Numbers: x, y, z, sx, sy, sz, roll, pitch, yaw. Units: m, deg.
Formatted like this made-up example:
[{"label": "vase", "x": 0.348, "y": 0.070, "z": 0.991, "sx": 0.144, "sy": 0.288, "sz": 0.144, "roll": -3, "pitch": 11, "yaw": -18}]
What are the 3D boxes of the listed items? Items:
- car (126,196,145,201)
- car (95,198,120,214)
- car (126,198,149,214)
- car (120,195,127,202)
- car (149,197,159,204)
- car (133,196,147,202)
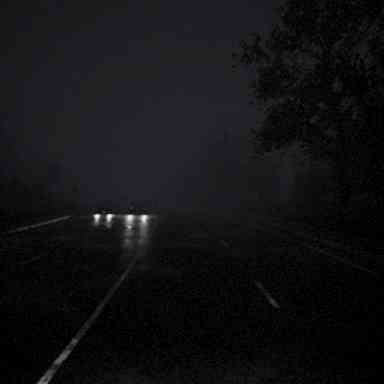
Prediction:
[{"label": "car", "x": -11.929, "y": 1.746, "z": 70.565, "sx": 1.994, "sy": 1.385, "sz": 4.181, "roll": 0, "pitch": 0, "yaw": -24}, {"label": "car", "x": -9.516, "y": 1.665, "z": 36.931, "sx": 2.033, "sy": 1.411, "sz": 5.357, "roll": 0, "pitch": 0, "yaw": -9}, {"label": "car", "x": -5.934, "y": 1.645, "z": 36.552, "sx": 1.812, "sy": 1.442, "sz": 4.674, "roll": 0, "pitch": 0, "yaw": -8}, {"label": "car", "x": -15.966, "y": 1.566, "z": 79.514, "sx": 1.882, "sy": 1.535, "sz": 5.008, "roll": 0, "pitch": 0, "yaw": -28}, {"label": "car", "x": -8.456, "y": 1.734, "z": 71.349, "sx": 1.812, "sy": 1.442, "sz": 4.674, "roll": 0, "pitch": 0, "yaw": -24}, {"label": "car", "x": -12.672, "y": 1.609, "z": 80.758, "sx": 1.812, "sy": 1.442, "sz": 4.674, "roll": 0, "pitch": 0, "yaw": -28}]
